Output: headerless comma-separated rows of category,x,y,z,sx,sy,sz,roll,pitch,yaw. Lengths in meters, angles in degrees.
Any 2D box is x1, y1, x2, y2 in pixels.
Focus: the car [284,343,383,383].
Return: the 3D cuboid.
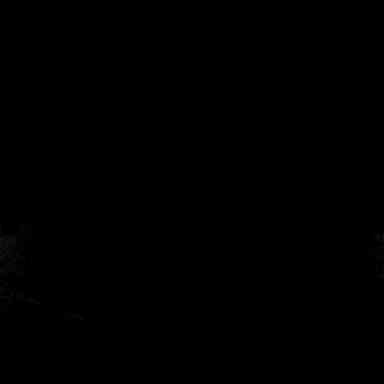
car,2.211,1.441,1.385,4.097,1.590,1.967,0,0,36
